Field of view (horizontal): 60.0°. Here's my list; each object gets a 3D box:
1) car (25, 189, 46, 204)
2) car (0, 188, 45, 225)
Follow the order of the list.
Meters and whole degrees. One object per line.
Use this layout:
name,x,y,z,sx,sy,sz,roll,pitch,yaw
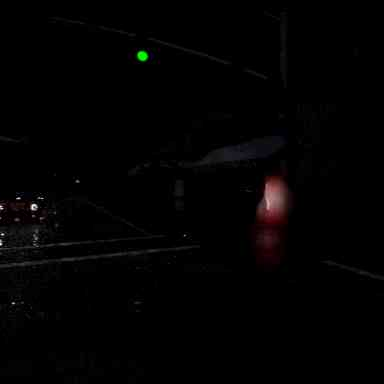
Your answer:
car,-17.541,0.449,37.412,1.837,1.490,4.892,-1,2,-23
car,-9.796,0.791,19.033,2.097,1.767,4.553,-1,2,-23
